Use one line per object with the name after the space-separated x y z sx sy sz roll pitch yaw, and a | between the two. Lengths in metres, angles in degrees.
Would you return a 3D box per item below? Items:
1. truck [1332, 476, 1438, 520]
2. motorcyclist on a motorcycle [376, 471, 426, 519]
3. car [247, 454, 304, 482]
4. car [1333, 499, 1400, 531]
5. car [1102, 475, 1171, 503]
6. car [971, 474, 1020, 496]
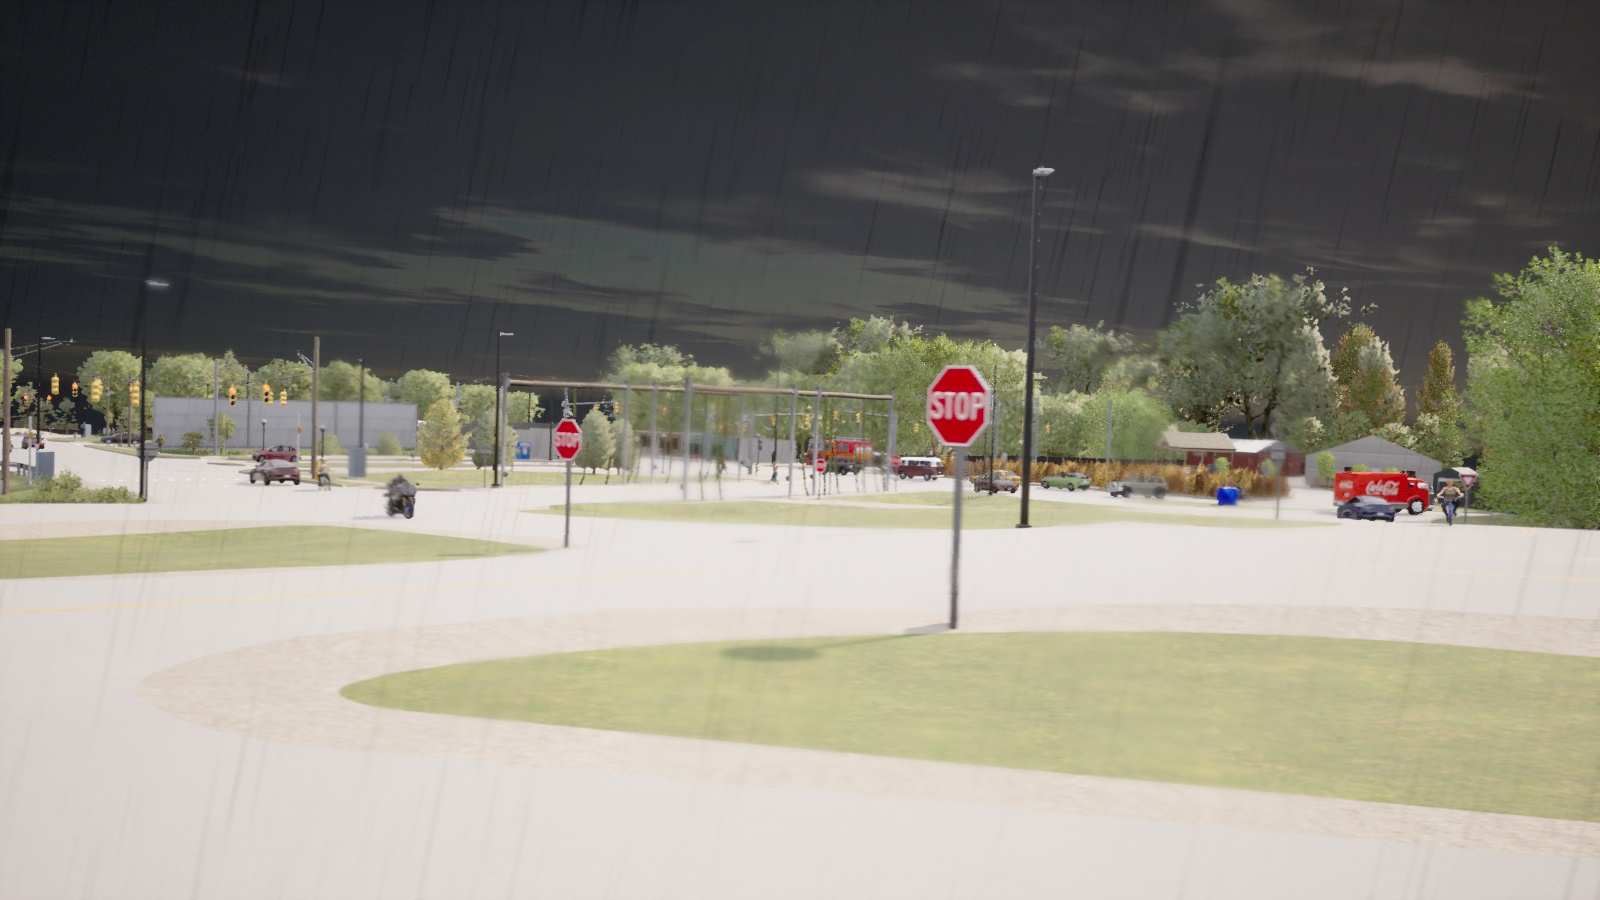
34.831 2.862 74.826 5.204 2.467 2.627 2 -1 -13 | truck
-13.248 1.457 41.630 0.866 1.530 2.191 1 -1 -38 | motorcyclist on a motorcycle
-29.924 1.020 71.552 1.812 1.442 4.674 1 1 -38 | car
29.277 3.312 65.031 1.812 1.442 4.674 2 -1 7 | car
25.362 2.929 94.622 4.605 1.855 1.932 2 0 -18 | car
14.899 2.686 95.730 1.816 1.474 4.193 1 1 -21 | car
